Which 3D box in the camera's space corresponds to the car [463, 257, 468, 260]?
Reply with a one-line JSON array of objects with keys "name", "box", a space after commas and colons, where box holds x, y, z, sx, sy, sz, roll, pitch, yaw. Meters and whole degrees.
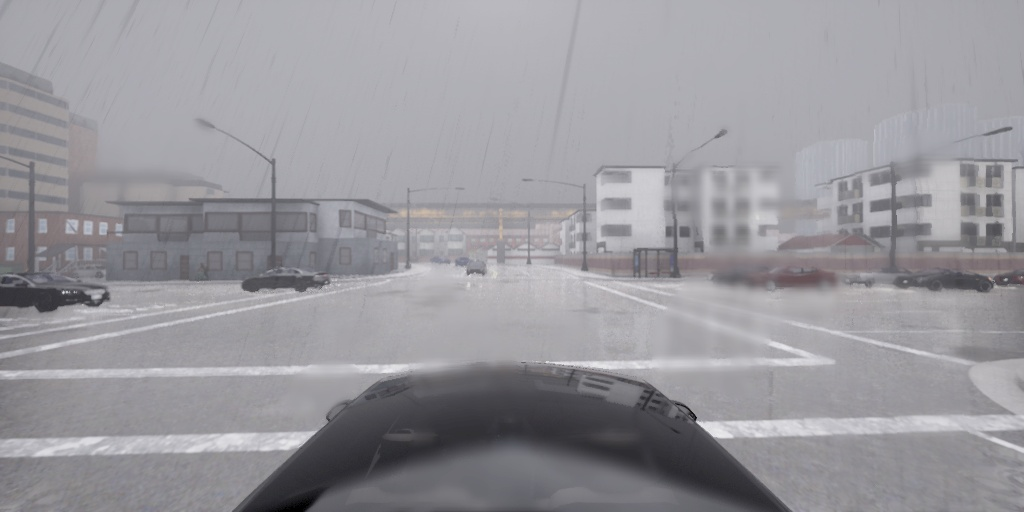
[{"name": "car", "box": [-4.884, 1.135, 47.184, 1.994, 1.385, 4.181, 0, 1, -13]}]

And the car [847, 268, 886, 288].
[{"name": "car", "box": [25.876, 1.496, 25.110, 4.718, 1.301, 1.895, 0, 0, 2]}]

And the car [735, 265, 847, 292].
[{"name": "car", "box": [16.854, 1.349, 21.866, 5.008, 1.535, 1.882, 0, 0, 1]}]

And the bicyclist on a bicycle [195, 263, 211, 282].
[{"name": "bicyclist on a bicycle", "box": [-26.413, 1.416, 30.675, 0.582, 1.620, 1.656, -1, 0, -1]}]

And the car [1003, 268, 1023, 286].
[{"name": "car", "box": [35.989, 1.461, 24.530, 4.181, 1.385, 1.994, 0, 0, 5]}]

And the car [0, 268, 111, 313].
[{"name": "car", "box": [-19.172, 1.418, 14.371, 4.902, 1.511, 2.128, -1, 0, -1]}]

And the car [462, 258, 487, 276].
[{"name": "car", "box": [-3.671, 1.272, 38.028, 2.033, 1.411, 5.357, 0, 1, 0]}]

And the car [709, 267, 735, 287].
[{"name": "car", "box": [16.612, 1.383, 25.369, 4.902, 1.511, 2.128, 0, 0, 1]}]

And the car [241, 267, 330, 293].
[{"name": "car", "box": [-13.639, 1.402, 21.687, 4.902, 1.511, 2.128, 0, 0, 1]}]

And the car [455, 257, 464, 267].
[{"name": "car", "box": [-7.463, 0.882, 55.444, 1.882, 1.535, 5.008, 0, 1, -23]}]

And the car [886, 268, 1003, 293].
[{"name": "car", "box": [25.844, 1.439, 21.584, 4.181, 1.385, 1.994, 0, 0, 3]}]
